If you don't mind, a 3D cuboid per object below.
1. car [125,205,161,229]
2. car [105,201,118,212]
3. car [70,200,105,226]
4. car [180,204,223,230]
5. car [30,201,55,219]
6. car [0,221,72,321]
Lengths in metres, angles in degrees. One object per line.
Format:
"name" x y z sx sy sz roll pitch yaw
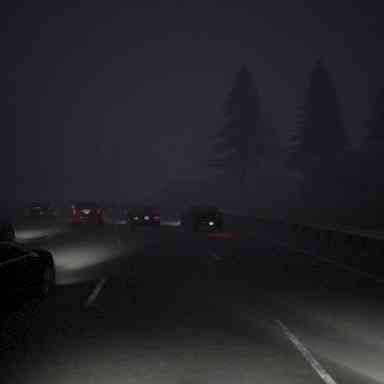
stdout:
"car" -3.333 1.591 22.074 2.033 1.411 5.357 0 0 -15
"car" -10.173 1.693 39.098 1.895 1.301 4.718 0 0 -26
"car" -7.725 1.414 24.373 2.097 1.767 4.553 0 0 -18
"car" 0.491 1.534 21.183 1.837 1.490 4.892 0 0 -14
"car" -13.815 1.584 30.681 2.128 1.511 4.902 0 0 -23
"car" -3.895 1.514 5.608 2.128 1.511 4.902 0 0 -4
